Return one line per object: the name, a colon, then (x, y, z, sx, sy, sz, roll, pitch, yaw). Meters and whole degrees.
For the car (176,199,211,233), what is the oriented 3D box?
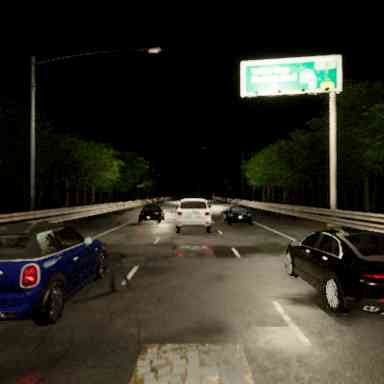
car: (0.097, 1.474, 21.949, 2.150, 2.045, 5.566, 0, -1, 0)

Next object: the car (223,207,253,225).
car: (3.600, 1.864, 26.761, 1.994, 1.385, 4.181, 0, -1, 0)

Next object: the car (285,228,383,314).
car: (3.601, 1.603, 7.794, 1.837, 1.490, 4.892, 0, -1, 0)

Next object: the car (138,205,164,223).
car: (-3.400, 1.839, 28.265, 1.812, 1.442, 4.674, 0, -1, 0)

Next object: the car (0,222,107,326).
car: (-3.399, 1.446, 7.435, 2.097, 1.767, 4.553, 0, -1, 0)

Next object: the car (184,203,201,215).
car: (0.092, 2.006, 40.181, 1.895, 1.301, 4.718, 0, 0, 0)
